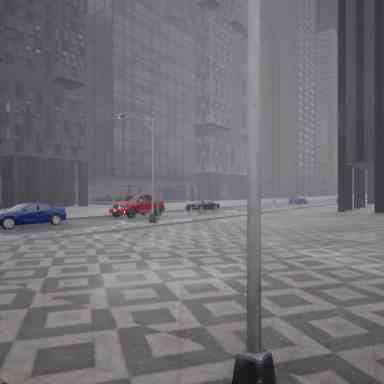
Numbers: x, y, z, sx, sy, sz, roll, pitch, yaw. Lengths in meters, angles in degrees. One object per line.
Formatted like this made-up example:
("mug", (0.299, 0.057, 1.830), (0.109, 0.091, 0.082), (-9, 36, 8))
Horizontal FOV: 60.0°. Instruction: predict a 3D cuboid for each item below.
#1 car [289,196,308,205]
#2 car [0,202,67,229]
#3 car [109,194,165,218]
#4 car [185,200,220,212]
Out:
("car", (17.647, 1.401, 55.079), (1.882, 1.535, 5.008), (0, 0, 36))
("car", (-10.714, 1.458, 21.719), (1.882, 1.535, 5.008), (0, 0, 36))
("car", (-4.779, 1.189, 29.835), (2.150, 2.045, 5.566), (0, 0, 36))
("car", (1.215, 1.555, 38.021), (1.895, 1.301, 4.718), (0, 0, 36))
